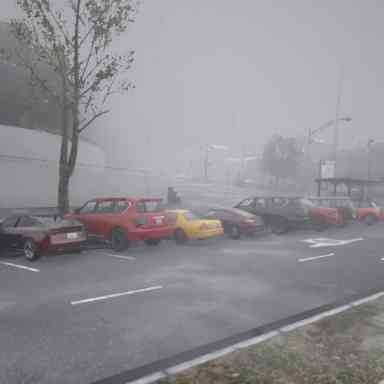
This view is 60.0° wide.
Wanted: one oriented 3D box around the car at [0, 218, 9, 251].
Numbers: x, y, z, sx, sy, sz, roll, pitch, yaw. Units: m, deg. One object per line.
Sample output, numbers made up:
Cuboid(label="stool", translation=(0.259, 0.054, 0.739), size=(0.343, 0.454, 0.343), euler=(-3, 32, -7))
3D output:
Cuboid(label="car", translation=(-8.313, 1.492, 10.599), size=(4.892, 1.521, 2.231), euler=(-1, -1, 34))

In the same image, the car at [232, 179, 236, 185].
Cuboid(label="car", translation=(10.684, -2.318, 75.137), size=(2.002, 1.452, 4.674), euler=(7, 3, 35))

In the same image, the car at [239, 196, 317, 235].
Cuboid(label="car", translation=(3.901, 1.262, 19.310), size=(5.566, 2.045, 2.435), euler=(-1, -1, 35))

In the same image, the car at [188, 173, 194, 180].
Cuboid(label="car", translation=(1.927, -3.851, 87.368), size=(2.185, 1.767, 4.553), euler=(6, 3, 34))

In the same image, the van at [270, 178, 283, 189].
Cuboid(label="van", translation=(17.566, -1.492, 65.155), size=(1.878, 1.987, 4.442), euler=(7, 4, 35))

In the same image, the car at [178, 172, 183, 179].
Cuboid(label="car", translation=(-1.577, -4.363, 92.183), size=(2.435, 2.045, 5.566), euler=(1, -1, 34))

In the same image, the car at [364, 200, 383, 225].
Cuboid(label="car", translation=(11.359, 1.402, 24.439), size=(4.553, 1.767, 2.185), euler=(-1, -1, 35))

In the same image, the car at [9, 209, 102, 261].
Cuboid(label="car", translation=(-5.894, 1.523, 12.347), size=(4.792, 1.488, 2.163), euler=(-1, -1, 35))

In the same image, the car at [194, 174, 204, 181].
Cuboid(label="car", translation=(3.722, -3.699, 84.903), size=(2.435, 2.045, 5.566), euler=(7, 3, 34))

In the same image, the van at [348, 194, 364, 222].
Cuboid(label="van", translation=(8.951, 1.296, 22.687), size=(4.442, 1.987, 1.878), euler=(-1, -1, 35))

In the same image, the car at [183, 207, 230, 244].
Cuboid(label="car", translation=(-1.131, 1.502, 15.922), size=(5.366, 1.575, 1.946), euler=(-1, -1, 35))

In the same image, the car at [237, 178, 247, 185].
Cuboid(label="car", translation=(12.428, -2.044, 72.676), size=(2.002, 1.452, 4.674), euler=(7, 4, 35))

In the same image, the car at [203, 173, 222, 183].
Cuboid(label="car", translation=(5.575, -3.177, 82.644), size=(1.946, 1.575, 5.366), euler=(7, 3, 34))

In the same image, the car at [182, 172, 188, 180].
Cuboid(label="car", translation=(0.196, -4.086, 89.837), size=(2.185, 1.767, 4.553), euler=(4, 1, 33))

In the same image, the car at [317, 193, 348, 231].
Cuboid(label="car", translation=(6.413, 1.266, 21.016), size=(5.566, 2.045, 2.435), euler=(-1, -1, 35))

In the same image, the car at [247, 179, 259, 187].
Cuboid(label="car", translation=(14.260, -1.813, 70.356), size=(1.946, 1.575, 5.366), euler=(7, 3, 35))

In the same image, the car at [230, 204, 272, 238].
Cuboid(label="car", translation=(1.474, 1.548, 17.551), size=(4.674, 1.452, 2.002), euler=(-1, -1, 35))

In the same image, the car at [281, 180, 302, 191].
Cuboid(label="car", translation=(19.327, -0.993, 62.794), size=(2.231, 1.521, 4.892), euler=(7, 3, 35))

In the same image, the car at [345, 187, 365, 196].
Cuboid(label="car", translation=(26.234, 0.136, 52.940), size=(2.002, 1.452, 4.674), euler=(7, 3, 35))

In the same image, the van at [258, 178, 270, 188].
Cuboid(label="van", translation=(15.836, -1.765, 67.626), size=(1.878, 1.987, 4.442), euler=(7, 4, 35))

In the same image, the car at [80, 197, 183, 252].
Cuboid(label="car", translation=(-3.450, 1.247, 14.093), size=(5.566, 2.045, 2.435), euler=(-1, -1, 34))

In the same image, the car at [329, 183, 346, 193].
Cuboid(label="car", translation=(24.542, -0.427, 55.411), size=(2.435, 2.045, 5.566), euler=(7, 3, 35))
